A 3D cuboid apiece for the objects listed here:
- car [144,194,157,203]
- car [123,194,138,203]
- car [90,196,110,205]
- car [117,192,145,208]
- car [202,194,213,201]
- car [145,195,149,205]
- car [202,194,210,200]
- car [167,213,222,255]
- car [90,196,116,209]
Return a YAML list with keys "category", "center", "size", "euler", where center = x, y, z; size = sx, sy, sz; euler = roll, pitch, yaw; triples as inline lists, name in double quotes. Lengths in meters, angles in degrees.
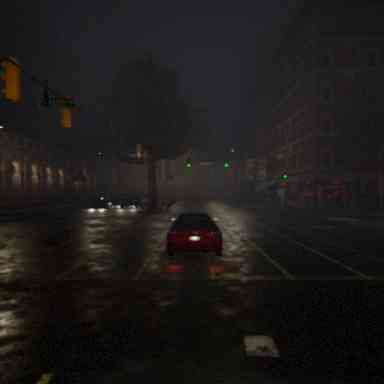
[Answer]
- category: "car"
  center: [-8.005, 1.256, 64.531]
  size: [1.837, 1.490, 4.892]
  euler: [0, 0, 0]
- category: "car"
  center: [-11.505, 1.236, 62.527]
  size: [1.882, 1.535, 5.008]
  euler: [0, 0, 0]
- category: "car"
  center: [-14.753, 1.387, 53.772]
  size: [1.895, 1.301, 4.718]
  euler: [0, 0, 0]
- category: "car"
  center: [-8.083, 1.049, 44.528]
  size: [2.150, 2.045, 5.566]
  euler: [0, 0, 0]
- category: "car"
  center: [3.494, 1.272, 73.047]
  size: [1.994, 1.385, 4.181]
  euler: [0, 0, 0]
- category: "car"
  center: [-8.009, 1.391, 54.328]
  size: [1.895, 1.301, 4.718]
  euler: [0, 0, 0]
- category: "car"
  center: [3.494, 1.205, 83.046]
  size: [1.812, 1.442, 4.674]
  euler: [0, 0, 0]
- category: "car"
  center: [0.098, 1.513, 13.118]
  size: [1.994, 1.385, 4.181]
  euler: [0, 0, 0]
- category: "car"
  center: [-11.585, 1.398, 42.815]
  size: [1.994, 1.385, 4.181]
  euler: [0, 0, 0]
